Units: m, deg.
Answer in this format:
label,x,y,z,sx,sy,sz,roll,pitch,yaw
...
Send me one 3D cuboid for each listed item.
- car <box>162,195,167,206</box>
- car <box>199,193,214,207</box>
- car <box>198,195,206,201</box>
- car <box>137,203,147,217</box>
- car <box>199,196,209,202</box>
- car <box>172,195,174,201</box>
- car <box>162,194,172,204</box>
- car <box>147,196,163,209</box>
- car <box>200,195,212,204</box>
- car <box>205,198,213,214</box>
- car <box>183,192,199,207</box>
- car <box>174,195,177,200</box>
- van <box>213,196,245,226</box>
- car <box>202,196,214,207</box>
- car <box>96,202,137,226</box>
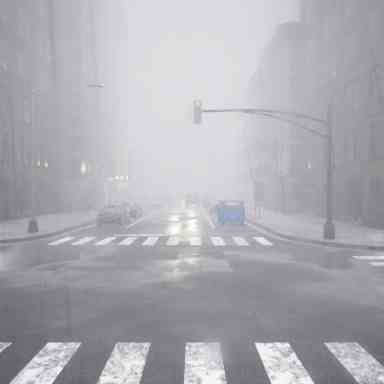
label,x,y,z,sx,sy,sz,roll,pitch,yaw
car,-5.389,1.565,51.572,1.947,1.339,4.313,0,0,0
car,2.636,1.314,51.578,2.192,1.841,5.009,0,0,0
car,2.634,1.545,85.666,1.947,1.339,4.313,0,0,0
car,-5.389,1.548,28.844,1.887,1.381,4.507,0,0,0
car,2.635,1.537,74.303,2.008,1.369,4.403,0,0,0
car,-5.390,1.304,68.617,2.192,1.841,5.009,0,0,0
car,-5.390,1.558,62.935,1.947,1.339,4.313,0,0,0
car,-5.390,1.527,45.720,1.752,1.417,4.829,0,0,0
car,2.635,1.433,62.941,1.967,1.590,4.097,0,0,0
car,2.636,1.586,34.534,1.802,1.307,4.206,0,0,0
car,0.098,1.216,51.937,2.150,2.045,5.566,0,-1,0
car,-5.390,1.423,79.981,1.967,1.590,4.097,0,0,0
van,2.636,1.344,23.172,1.690,1.788,3.998,0,0,0
car,2.636,1.584,45.897,1.802,1.307,4.206,0,0,0
car,-5.389,1.553,23.162,2.008,1.369,4.403,0,0,0
